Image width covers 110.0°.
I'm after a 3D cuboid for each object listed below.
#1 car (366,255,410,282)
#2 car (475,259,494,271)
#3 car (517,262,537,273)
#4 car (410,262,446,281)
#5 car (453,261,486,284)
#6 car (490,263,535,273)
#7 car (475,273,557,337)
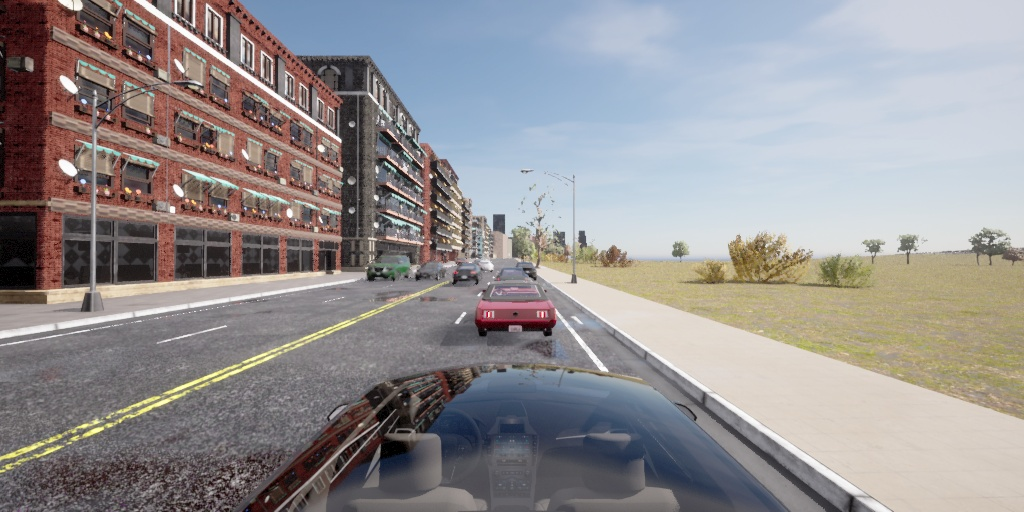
[{"bbox_3d":[-9.927,0.975,29.383,2.150,2.045,5.566,0,0,0],"label":"car"},{"bbox_3d":[-3.271,1.279,44.634,1.812,1.442,4.674,0,0,0],"label":"car"},{"bbox_3d":[1.059,1.259,30.335,1.837,1.490,4.892,0,0,0],"label":"car"},{"bbox_3d":[-6.678,1.258,29.806,1.837,1.490,4.892,0,0,0],"label":"car"},{"bbox_3d":[-3.218,1.279,26.511,1.812,1.442,4.674,0,0,0],"label":"car"},{"bbox_3d":[0.040,1.317,20.341,1.994,1.385,4.181,0,0,0],"label":"car"},{"bbox_3d":[0.077,1.352,10.311,1.895,1.301,4.718,0,0,0],"label":"car"}]
